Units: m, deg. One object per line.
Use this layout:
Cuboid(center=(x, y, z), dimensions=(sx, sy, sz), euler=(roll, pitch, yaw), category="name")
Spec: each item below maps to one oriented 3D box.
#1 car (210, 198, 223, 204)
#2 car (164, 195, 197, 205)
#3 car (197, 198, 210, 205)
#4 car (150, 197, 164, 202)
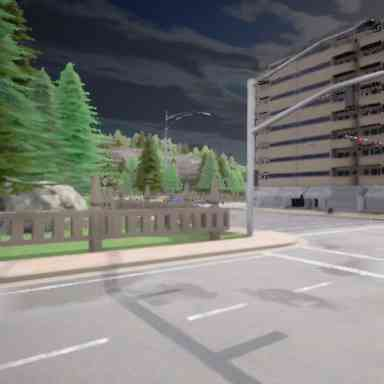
Cuboid(center=(5.004, 1.970, 72.739), dimensions=(2.128, 1.511, 4.902), euler=(0, 0, 32), category="car")
Cuboid(center=(-1.518, 1.412, 41.251), dimensions=(2.150, 2.045, 5.566), euler=(0, -1, -17), category="car")
Cuboid(center=(1.459, 1.918, 63.420), dimensions=(1.994, 1.385, 4.181), euler=(0, 0, 14), category="car")
Cuboid(center=(-5.188, 1.684, 41.614), dimensions=(1.812, 1.442, 4.674), euler=(0, 0, -15), category="car")
